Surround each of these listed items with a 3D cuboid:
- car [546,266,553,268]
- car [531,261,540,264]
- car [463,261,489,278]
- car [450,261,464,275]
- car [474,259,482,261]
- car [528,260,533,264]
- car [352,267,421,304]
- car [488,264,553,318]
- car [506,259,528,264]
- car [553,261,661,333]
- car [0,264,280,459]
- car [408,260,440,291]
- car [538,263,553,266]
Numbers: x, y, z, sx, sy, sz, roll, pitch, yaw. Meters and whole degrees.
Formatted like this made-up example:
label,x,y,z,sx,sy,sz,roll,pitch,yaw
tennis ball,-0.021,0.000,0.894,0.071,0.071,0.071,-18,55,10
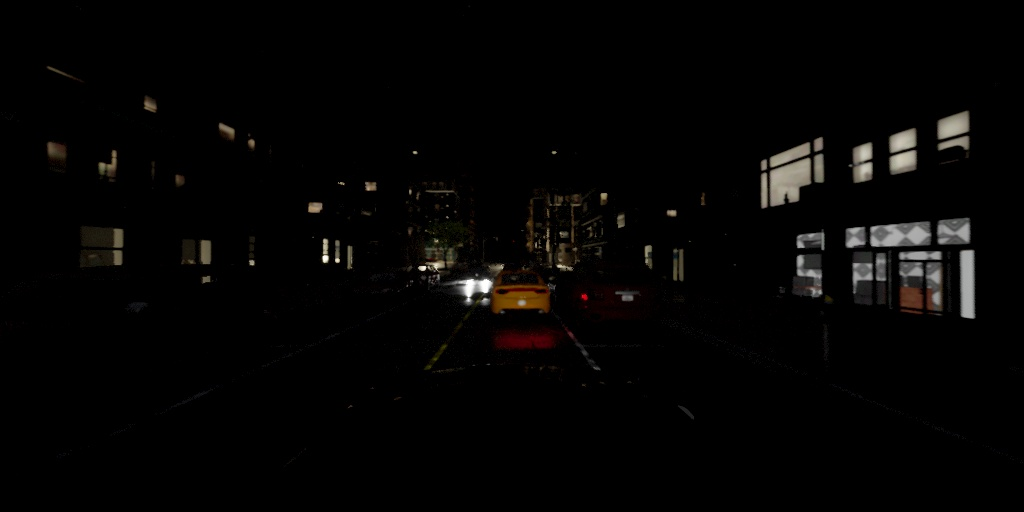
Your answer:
label,x,y,z,sx,sy,sz,roll,pitch,yaw
car,2.691,1.325,16.299,1.948,1.339,4.313,0,0,0
car,2.699,1.312,27.059,1.888,1.381,4.507,0,0,0
car,-3.091,1.373,33.806,1.895,1.301,4.718,0,0,0
car,-5.758,1.302,39.908,1.751,1.417,4.829,0,0,0
car,-5.812,1.338,51.144,2.007,1.370,4.403,0,0,0
car,2.752,1.301,38.296,1.751,1.417,4.829,0,0,0
car,-5.689,1.341,16.301,1.802,1.307,4.207,0,0,0
car,0.202,1.235,13.040,1.882,1.535,5.008,0,0,-2
car,0.101,1.264,33.893,2.128,1.511,4.902,0,0,0
car,2.692,1.070,10.767,2.192,1.841,5.009,0,0,0
car,-5.690,1.066,5.235,2.192,1.841,5.009,0,0,0
car,-5.689,1.203,21.834,1.967,1.591,4.097,0,0,0
car,2.691,1.329,21.833,1.948,1.339,4.313,0,0,0
